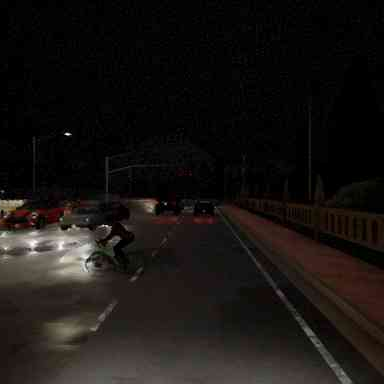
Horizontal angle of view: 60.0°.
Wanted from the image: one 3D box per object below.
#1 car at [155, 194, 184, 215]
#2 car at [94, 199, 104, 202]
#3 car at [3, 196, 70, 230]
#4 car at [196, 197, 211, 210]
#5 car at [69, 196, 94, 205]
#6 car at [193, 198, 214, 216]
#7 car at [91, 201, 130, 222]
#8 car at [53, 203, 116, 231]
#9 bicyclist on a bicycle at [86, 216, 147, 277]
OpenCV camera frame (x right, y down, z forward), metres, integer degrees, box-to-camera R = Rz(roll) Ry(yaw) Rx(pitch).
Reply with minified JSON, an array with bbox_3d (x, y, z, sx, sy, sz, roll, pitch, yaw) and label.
[{"bbox_3d":[-2.343,1.221,33.666,2.150,2.045,5.566,0,0,2],"label":"car"},{"bbox_3d":[-9.495,1.492,32.455,2.128,1.511,4.902,0,0,3],"label":"car"},{"bbox_3d":[-9.921,1.351,21.260,2.097,1.767,4.553,0,0,2],"label":"car"},{"bbox_3d":[1.576,1.478,44.484,1.882,1.535,5.008,0,0,2],"label":"car"},{"bbox_3d":[-9.661,1.009,26.098,2.097,1.767,4.553,0,0,2],"label":"car"},{"bbox_3d":[1.176,1.493,32.738,2.128,1.511,4.902,0,0,2],"label":"car"},{"bbox_3d":[-6.164,1.608,25.947,1.994,1.385,4.181,0,0,2],"label":"car"},{"bbox_3d":[-6.445,1.601,20.573,1.895,1.301,4.718,0,0,2],"label":"car"},{"bbox_3d":[-2.006,1.453,8.793,1.656,1.620,0.582,-1,0,2],"label":"bicyclist on a bicycle"}]
